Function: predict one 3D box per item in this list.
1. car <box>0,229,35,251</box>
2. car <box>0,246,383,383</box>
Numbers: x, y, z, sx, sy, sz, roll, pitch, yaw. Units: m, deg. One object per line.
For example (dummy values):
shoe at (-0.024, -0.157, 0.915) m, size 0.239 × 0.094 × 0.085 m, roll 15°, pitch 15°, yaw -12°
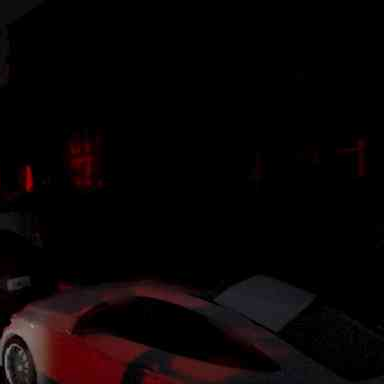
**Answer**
car at (-4.618, 1.474, 6.609) m, size 4.792 × 1.488 × 2.163 m, roll 0°, pitch 0°, yaw 35°
car at (-0.075, 1.511, 3.370) m, size 4.674 × 1.452 × 2.002 m, roll 0°, pitch 0°, yaw 36°
